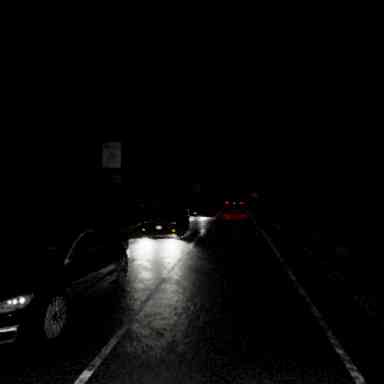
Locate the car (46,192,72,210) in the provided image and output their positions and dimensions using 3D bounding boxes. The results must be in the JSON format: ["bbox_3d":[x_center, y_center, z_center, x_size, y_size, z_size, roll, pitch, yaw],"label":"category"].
[{"bbox_3d":[-17.122,0.991,37.764,5.566,2.045,2.435,1,-1,7],"label":"car"}]

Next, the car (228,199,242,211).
[{"bbox_3d":[6.209,1.863,48.394,1.882,1.535,5.008,1,0,8],"label":"car"}]

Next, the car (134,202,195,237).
[{"bbox_3d":[-1.260,1.436,17.234,1.994,1.385,4.181,1,0,8],"label":"car"}]

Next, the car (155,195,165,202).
[{"bbox_3d":[-5.539,1.309,31.714,5.008,1.535,2.097,1,-1,7],"label":"car"}]

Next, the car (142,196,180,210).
[{"bbox_3d":[-4.058,1.464,43.769,4.553,1.767,2.185,1,-2,7],"label":"car"}]

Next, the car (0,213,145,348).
[{"bbox_3d":[-2.694,1.415,6.504,2.128,1.511,4.902,1,0,8],"label":"car"}]

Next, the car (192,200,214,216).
[{"bbox_3d":[0.631,1.501,31.587,2.033,1.411,5.357,1,-1,8],"label":"car"}]

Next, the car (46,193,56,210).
[{"bbox_3d":[-17.486,1.189,34.991,4.892,1.521,2.231,1,-1,7],"label":"car"}]

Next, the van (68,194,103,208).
[{"bbox_3d":[-15.632,1.322,48.834,4.442,1.987,1.878,1,-2,7],"label":"van"}]

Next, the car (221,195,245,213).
[{"bbox_3d":[4.827,1.342,37.915,2.150,2.045,5.566,1,-1,8],"label":"car"}]

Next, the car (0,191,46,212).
[{"bbox_3d":[-17.784,0.889,32.343,5.566,2.045,2.435,1,-1,7],"label":"car"}]

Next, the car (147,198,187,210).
[{"bbox_3d":[-3.480,1.679,46.632,5.366,1.575,1.946,1,-2,7],"label":"car"}]

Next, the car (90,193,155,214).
[{"bbox_3d":[-5.931,1.129,28.707,4.553,1.767,2.185,1,-1,7],"label":"car"}]

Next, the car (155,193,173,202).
[{"bbox_3d":[-5.205,1.110,34.617,5.566,2.045,2.435,1,-1,7],"label":"car"}]

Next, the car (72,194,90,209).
[{"bbox_3d":[-16.620,1.379,43.456,5.366,1.575,1.946,1,-1,7],"label":"car"}]
